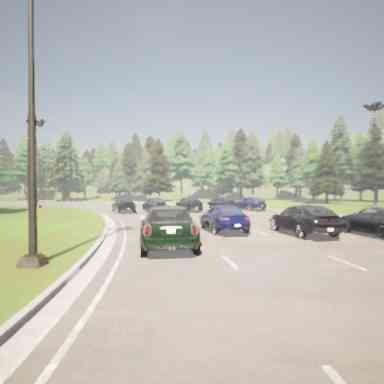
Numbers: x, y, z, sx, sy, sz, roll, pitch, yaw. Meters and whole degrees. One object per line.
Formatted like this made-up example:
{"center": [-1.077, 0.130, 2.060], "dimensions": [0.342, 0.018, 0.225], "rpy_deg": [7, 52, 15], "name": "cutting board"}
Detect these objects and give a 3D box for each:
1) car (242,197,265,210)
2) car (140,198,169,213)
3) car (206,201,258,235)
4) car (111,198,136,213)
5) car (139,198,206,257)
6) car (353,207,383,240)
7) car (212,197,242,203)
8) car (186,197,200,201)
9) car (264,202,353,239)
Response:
{"center": [6.709, 1.325, 38.092], "dimensions": [1.812, 1.442, 4.674], "rpy_deg": [0, 0, -23], "name": "car"}
{"center": [-4.206, 1.419, 36.976], "dimensions": [1.812, 1.442, 4.674], "rpy_deg": [0, 0, -25], "name": "car"}
{"center": [1.725, 1.442, 18.208], "dimensions": [1.812, 1.442, 4.674], "rpy_deg": [0, 0, -12], "name": "car"}
{"center": [-7.338, 1.427, 35.455], "dimensions": [1.837, 1.490, 4.892], "rpy_deg": [0, -1, -24], "name": "car"}
{"center": [-0.991, 1.310, 13.107], "dimensions": [2.097, 1.767, 4.553], "rpy_deg": [-1, 0, -8], "name": "car"}
{"center": [9.149, 1.425, 16.358], "dimensions": [1.994, 1.385, 4.181], "rpy_deg": [0, 0, -9], "name": "car"}
{"center": [3.252, 1.333, 37.391], "dimensions": [1.837, 1.490, 4.892], "rpy_deg": [0, -1, -23], "name": "car"}
{"center": [-0.450, 1.364, 37.162], "dimensions": [1.837, 1.490, 4.892], "rpy_deg": [1, -1, -24], "name": "car"}
{"center": [5.569, 1.393, 16.734], "dimensions": [1.837, 1.490, 4.892], "rpy_deg": [0, 0, -10], "name": "car"}
